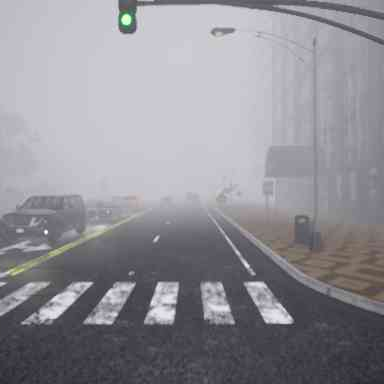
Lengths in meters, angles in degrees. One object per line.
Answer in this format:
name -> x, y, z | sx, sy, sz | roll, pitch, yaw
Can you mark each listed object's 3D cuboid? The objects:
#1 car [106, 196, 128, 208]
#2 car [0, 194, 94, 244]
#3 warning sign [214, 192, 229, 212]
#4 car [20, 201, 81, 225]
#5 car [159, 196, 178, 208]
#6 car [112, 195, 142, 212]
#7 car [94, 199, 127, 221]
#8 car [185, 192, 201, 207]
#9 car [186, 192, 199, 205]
car -> -9.797, 1.274, 43.948 | 1.837, 1.490, 4.892 | 0, 0, 0
car -> -6.597, 1.117, 15.522 | 2.150, 2.045, 5.566 | 0, 0, 0
warning sign -> 2.830, 0.929, 31.688 | 1.300, 1.860, 1.060 | -1, -1, 0
car -> -9.844, 1.397, 23.694 | 2.033, 1.411, 5.357 | 0, 0, 0
car -> -3.247, 1.296, 44.005 | 1.812, 1.442, 4.674 | 0, 0, 0
car -> -6.582, 1.151, 35.055 | 2.097, 1.767, 4.553 | 0, 0, 0
car -> -6.595, 1.443, 25.286 | 1.895, 1.301, 4.718 | 0, 0, 0
car -> 0.106, 1.119, 45.140 | 2.097, 1.767, 4.553 | 0, 0, 0
car -> 0.061, 0.966, 55.268 | 2.150, 2.045, 5.566 | 0, 0, 0
